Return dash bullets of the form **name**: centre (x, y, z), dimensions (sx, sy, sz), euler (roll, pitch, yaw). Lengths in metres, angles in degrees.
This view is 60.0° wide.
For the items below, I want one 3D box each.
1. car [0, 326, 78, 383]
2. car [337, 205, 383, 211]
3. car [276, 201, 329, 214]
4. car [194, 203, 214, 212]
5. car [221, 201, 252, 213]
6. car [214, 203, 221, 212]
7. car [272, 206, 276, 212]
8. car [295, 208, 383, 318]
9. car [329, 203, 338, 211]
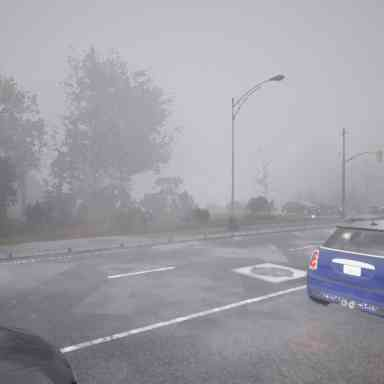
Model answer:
- **car**: centre (-3.060, 1.492, 1.563), dimensions (4.902, 1.511, 2.128), euler (0, 0, -36)
- **car**: centre (11.052, 1.604, 19.995), dimensions (4.181, 1.385, 1.994), euler (0, 0, -33)
- **car**: centre (11.712, 1.724, 35.734), dimensions (1.837, 1.490, 4.892), euler (0, -1, -29)
- **car**: centre (1.040, 2.608, 52.711), dimensions (1.812, 1.442, 4.674), euler (0, -3, -32)
- **car**: centre (6.387, 1.924, 44.173), dimensions (2.097, 1.767, 4.553), euler (0, -3, -32)
- **car**: centre (3.838, 2.599, 54.834), dimensions (2.128, 1.511, 4.902), euler (0, -3, -32)
- **car**: centre (9.374, 2.126, 45.995), dimensions (2.033, 1.411, 5.357), euler (0, -3, -32)
- **car**: centre (4.470, 1.361, 6.892), dimensions (4.553, 1.767, 2.097), euler (0, 0, -35)
- **car**: centre (14.608, 1.721, 37.637), dimensions (2.128, 1.511, 4.902), euler (0, -2, -33)
